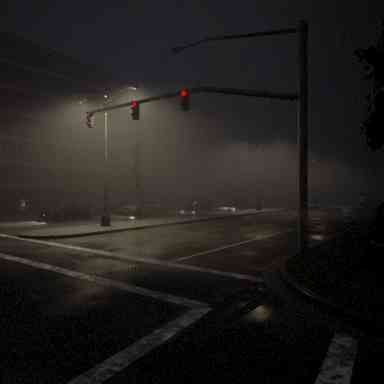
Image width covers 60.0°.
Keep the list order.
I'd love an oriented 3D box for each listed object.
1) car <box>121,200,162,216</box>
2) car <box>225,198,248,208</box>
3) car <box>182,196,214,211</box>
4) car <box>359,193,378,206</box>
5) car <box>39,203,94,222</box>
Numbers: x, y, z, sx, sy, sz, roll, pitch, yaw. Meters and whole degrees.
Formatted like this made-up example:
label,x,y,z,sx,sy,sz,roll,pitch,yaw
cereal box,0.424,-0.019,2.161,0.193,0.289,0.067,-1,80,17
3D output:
label,x,y,z,sx,sy,sz,roll,pitch,yaw
car,-4.951,1.524,33.472,1.812,1.442,4.674,0,0,36
car,6.619,1.564,49.397,1.994,1.385,4.181,0,0,36
car,0.780,1.352,41.368,2.097,1.767,4.553,0,0,36
car,28.735,1.221,54.037,2.150,2.045,5.566,0,0,36
car,-9.943,1.564,26.591,1.994,1.385,4.181,0,0,36
